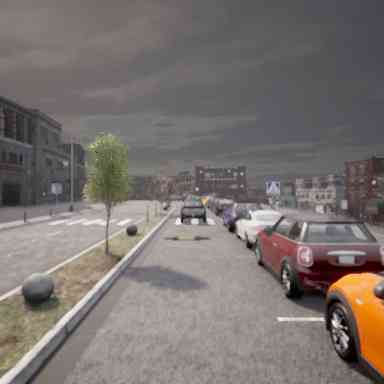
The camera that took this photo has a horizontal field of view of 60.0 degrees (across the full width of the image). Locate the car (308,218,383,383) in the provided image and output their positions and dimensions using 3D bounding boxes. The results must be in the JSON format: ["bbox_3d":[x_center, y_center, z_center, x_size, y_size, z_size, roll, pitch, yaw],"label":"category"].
[{"bbox_3d":[2.997,1.342,3.050,2.185,1.767,4.553,0,0,0],"label":"car"}]

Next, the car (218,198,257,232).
[{"bbox_3d":[2.998,1.284,19.740,2.185,1.767,4.553,0,0,0],"label":"car"}]

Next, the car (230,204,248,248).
[{"bbox_3d":[2.998,1.467,14.247,2.002,1.452,4.674,0,0,0],"label":"car"}]

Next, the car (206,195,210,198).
[{"bbox_3d":[2.991,1.374,36.201,2.231,1.521,4.892,0,0,0],"label":"car"}]

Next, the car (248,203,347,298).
[{"bbox_3d":[2.998,1.320,8.570,2.185,1.767,4.553,0,0,0],"label":"car"}]

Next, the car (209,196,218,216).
[{"bbox_3d":[2.999,1.378,30.682,2.231,1.521,4.892,0,0,0],"label":"car"}]

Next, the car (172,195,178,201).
[{"bbox_3d":[-3.468,1.819,91.298,2.002,1.452,4.674,0,-1,-12],"label":"car"}]

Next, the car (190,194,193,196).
[{"bbox_3d":[1.220,1.506,64.001,2.002,1.452,4.674,0,0,-6],"label":"car"}]

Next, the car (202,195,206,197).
[{"bbox_3d":[2.647,1.407,47.292,2.097,1.535,5.008,0,0,-2],"label":"car"}]

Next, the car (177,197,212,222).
[{"bbox_3d":[0.106,1.402,25.134,2.128,1.511,4.902,0,0,0],"label":"car"}]

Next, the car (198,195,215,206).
[{"bbox_3d":[2.299,1.301,52.806,2.185,1.767,4.553,0,0,-4],"label":"car"}]

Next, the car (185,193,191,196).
[{"bbox_3d":[0.533,1.487,69.378,2.231,1.521,4.892,0,0,-7],"label":"car"}]

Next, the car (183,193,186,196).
[{"bbox_3d":[-0.308,1.401,74.952,2.185,1.767,4.553,0,0,-9],"label":"car"}]

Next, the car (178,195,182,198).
[{"bbox_3d":[-1.246,1.338,80.484,2.435,2.045,5.566,0,-1,-10],"label":"car"}]
